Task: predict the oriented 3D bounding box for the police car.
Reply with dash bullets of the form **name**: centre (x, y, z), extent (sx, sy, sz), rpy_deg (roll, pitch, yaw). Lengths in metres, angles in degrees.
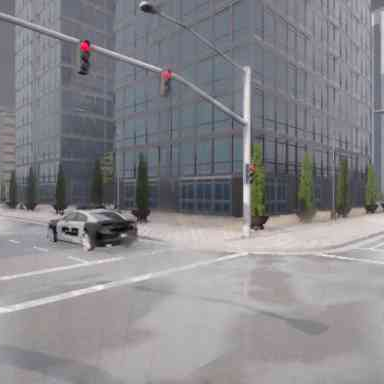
- **police car**: centre (-4.344, 1.400, 13.946), extent (5.238, 1.638, 1.930), rpy_deg (0, 0, 44)
